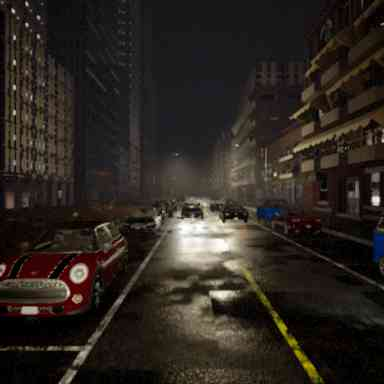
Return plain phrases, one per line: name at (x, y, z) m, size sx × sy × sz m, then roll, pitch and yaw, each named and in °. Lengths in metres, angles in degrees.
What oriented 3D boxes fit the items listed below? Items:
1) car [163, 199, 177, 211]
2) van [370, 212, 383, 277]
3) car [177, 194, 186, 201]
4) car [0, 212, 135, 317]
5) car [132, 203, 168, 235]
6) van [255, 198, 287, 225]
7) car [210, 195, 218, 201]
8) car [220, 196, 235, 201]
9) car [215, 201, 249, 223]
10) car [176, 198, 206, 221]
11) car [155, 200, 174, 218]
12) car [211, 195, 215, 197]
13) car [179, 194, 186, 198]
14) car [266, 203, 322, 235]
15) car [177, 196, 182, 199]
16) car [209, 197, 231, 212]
car at (-2.645, 1.426, 29.588) m, size 1.967 × 1.590 × 4.097 m, roll 0°, pitch 0°, yaw 0°
van at (5.696, 1.348, 7.481) m, size 1.690 × 1.788 × 3.998 m, roll 0°, pitch 0°, yaw 0°
car at (-2.548, 1.330, 84.817) m, size 2.192 × 1.841 × 5.009 m, roll 0°, pitch 0°, yaw 0°
car at (-2.685, 1.431, 7.497) m, size 1.967 × 1.590 × 4.097 m, roll 0°, pitch 0°, yaw 0°
car at (-2.665, 1.538, 18.541) m, size 2.008 × 1.369 × 4.403 m, roll 0°, pitch 0°, yaw 0°
van at (5.726, 1.344, 24.049) m, size 1.690 × 1.788 × 3.998 m, roll 0°, pitch 0°, yaw 0°
car at (5.842, 1.582, 90.323) m, size 1.887 × 1.381 × 4.507 m, roll 0°, pitch 0°, yaw 0°
car at (5.775, 1.570, 51.664) m, size 1.947 × 1.339 × 4.313 m, roll 0°, pitch 0°, yaw 0°
car at (3.096, 1.598, 25.551) m, size 1.895 × 1.301 × 4.718 m, roll 0°, pitch 0°, yaw 1°
car at (0.045, 1.483, 27.614) m, size 2.128 × 1.511 × 4.902 m, roll 0°, pitch 0°, yaw 0°
car at (-2.655, 1.537, 24.065) m, size 2.008 × 1.369 × 4.403 m, roll 0°, pitch 0°, yaw 0°
car at (5.813, 1.565, 73.756) m, size 1.887 × 1.381 × 4.507 m, roll 0°, pitch 0°, yaw 0°
car at (-2.567, 1.570, 73.771) m, size 1.947 × 1.339 × 4.313 m, roll 0°, pitch 0°, yaw 0°
car at (5.716, 1.548, 18.526) m, size 1.887 × 1.381 × 4.507 m, roll 0°, pitch 0°, yaw 0°
car at (-2.625, 1.551, 40.633) m, size 1.947 × 1.339 × 4.313 m, roll 0°, pitch 0°, yaw 0°
car at (3.110, 1.561, 38.819) m, size 1.994 × 1.385 × 4.181 m, roll 0°, pitch 0°, yaw 1°
